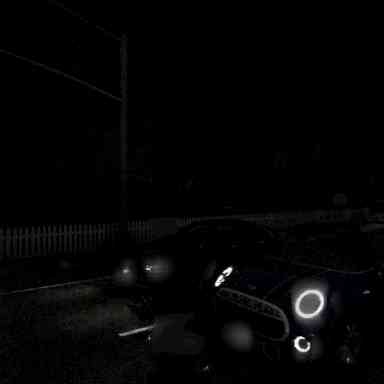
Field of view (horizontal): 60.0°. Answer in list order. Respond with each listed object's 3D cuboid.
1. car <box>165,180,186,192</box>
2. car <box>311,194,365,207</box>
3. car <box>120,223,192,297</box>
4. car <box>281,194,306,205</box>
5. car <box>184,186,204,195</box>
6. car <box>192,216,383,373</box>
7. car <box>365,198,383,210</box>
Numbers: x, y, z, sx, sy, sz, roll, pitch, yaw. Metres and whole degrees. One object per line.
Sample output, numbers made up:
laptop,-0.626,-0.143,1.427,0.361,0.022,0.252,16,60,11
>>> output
car,-3.382,-1.156,66.695,2.150,2.045,5.566,0,7,-37
car,16.926,1.215,39.594,2.150,2.045,5.566,0,0,-37
car,0.549,1.504,8.672,4.892,1.490,1.837,0,0,-35
car,15.729,1.196,52.768,2.097,1.767,4.553,0,2,-37
car,0.347,-0.273,67.526,1.994,1.385,4.181,0,7,-36
car,2.497,1.352,5.762,4.553,1.767,2.097,0,0,-35
car,22.039,1.487,38.644,2.128,1.511,4.902,0,0,-37
